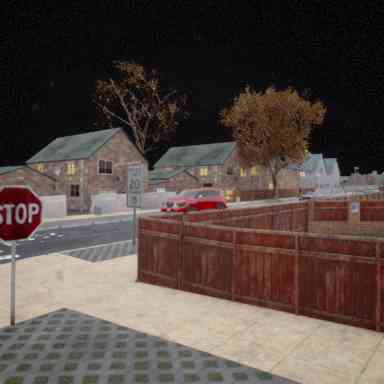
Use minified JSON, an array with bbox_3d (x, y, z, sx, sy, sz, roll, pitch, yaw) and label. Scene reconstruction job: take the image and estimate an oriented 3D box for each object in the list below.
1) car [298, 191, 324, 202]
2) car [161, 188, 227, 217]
[{"bbox_3d":[14.521,0.620,40.426,1.994,1.385,4.181,1,2,41],"label":"car"},{"bbox_3d":[0.271,0.750,23.712,2.150,2.045,5.566,1,2,40],"label":"car"}]
